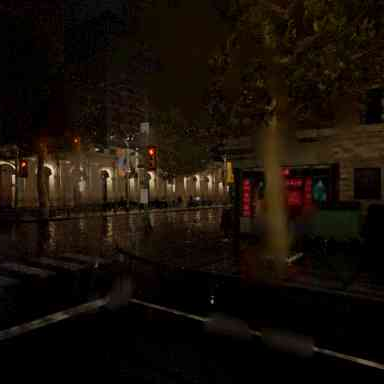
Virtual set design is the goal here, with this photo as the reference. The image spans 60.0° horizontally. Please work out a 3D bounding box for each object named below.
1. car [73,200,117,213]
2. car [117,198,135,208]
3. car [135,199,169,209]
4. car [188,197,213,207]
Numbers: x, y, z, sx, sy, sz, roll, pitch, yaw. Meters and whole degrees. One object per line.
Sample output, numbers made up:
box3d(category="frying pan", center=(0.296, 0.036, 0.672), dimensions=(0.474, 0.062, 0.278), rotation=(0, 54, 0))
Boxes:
box3d(category="car", center=(-10.694, 1.564, 35.895), dimensions=(1.994, 1.385, 4.181), rotation=(0, 0, 36))
box3d(category="car", center=(-10.235, 1.595, 47.907), dimensions=(1.895, 1.301, 4.718), rotation=(0, 0, 36))
box3d(category="car", center=(-4.934, 1.564, 43.901), dimensions=(1.994, 1.385, 4.181), rotation=(0, 0, 35))
box3d(category="car", center=(1.318, 1.547, 52.545), dimensions=(2.033, 1.411, 5.357), rotation=(0, 0, 36))
